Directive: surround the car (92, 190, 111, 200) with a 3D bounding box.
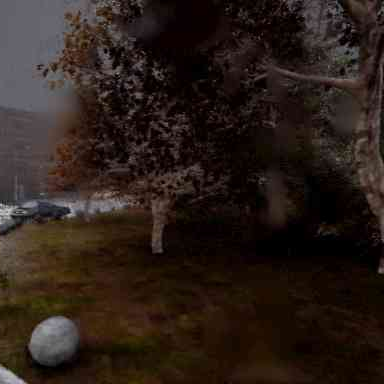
[{"bbox_3d":[-15.875,0.414,57.540,1.946,1.575,5.366,-1,3,31],"label":"car"}]

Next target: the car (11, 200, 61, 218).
[{"bbox_3d":[-14.880,1.575,31.994,1.994,1.385,4.181,0,2,19],"label":"car"}]

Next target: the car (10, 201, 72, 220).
[{"bbox_3d":[-12.910,1.600,28.793,2.033,1.411,5.357,0,1,21],"label":"car"}]
